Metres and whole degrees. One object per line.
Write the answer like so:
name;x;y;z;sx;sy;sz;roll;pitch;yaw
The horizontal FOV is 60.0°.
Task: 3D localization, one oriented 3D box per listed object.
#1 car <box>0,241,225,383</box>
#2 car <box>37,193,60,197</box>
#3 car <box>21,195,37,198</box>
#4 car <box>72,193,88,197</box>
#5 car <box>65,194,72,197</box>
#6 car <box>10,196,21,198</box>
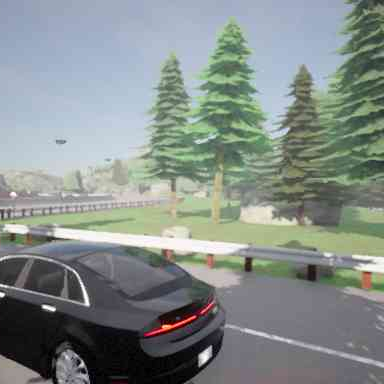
car;-1.900;1.495;4.880;4.892;1.490;1.837;0;0;33
car;-29.113;1.375;68.835;1.812;1.442;4.674;0;0;13
car;-32.551;1.379;69.468;2.128;1.511;4.902;0;0;13
car;-27.808;1.156;84.291;2.097;1.767;4.553;0;0;1
car;-31.311;1.305;84.835;1.837;1.490;4.892;0;0;-3
car;-36.265;1.412;68.682;1.994;1.385;4.181;0;0;13
